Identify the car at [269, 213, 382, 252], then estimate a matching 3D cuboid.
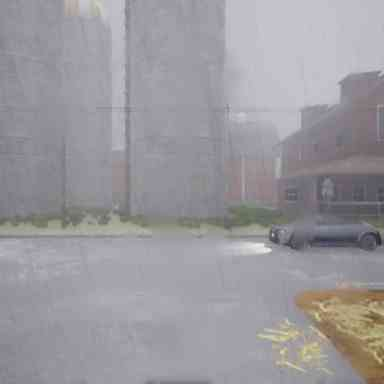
[{"bbox_3d":[5.285,1.562,13.487,4.181,1.385,1.994,0,0,0],"label":"car"}]
